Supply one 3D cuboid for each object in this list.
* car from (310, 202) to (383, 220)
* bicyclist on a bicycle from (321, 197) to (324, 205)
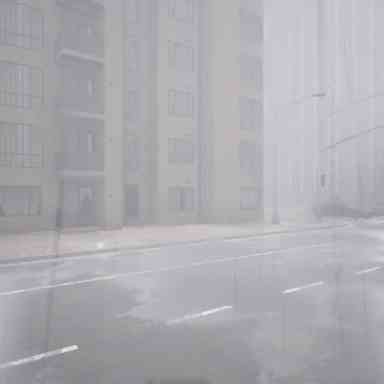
[{"bbox_3d":[12.787,1.548,28.260,2.033,1.411,5.357,0,0,-34],"label":"car"},{"bbox_3d":[18.319,1.301,47.564,1.656,1.620,0.582,0,0,-34],"label":"bicyclist on a bicycle"}]
